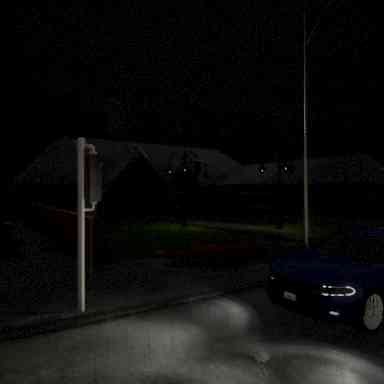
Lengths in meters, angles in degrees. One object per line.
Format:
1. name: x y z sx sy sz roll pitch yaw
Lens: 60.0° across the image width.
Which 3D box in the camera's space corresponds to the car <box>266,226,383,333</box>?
1. car: 3.754 1.475 6.909 5.008 1.535 1.882 0 0 -32
